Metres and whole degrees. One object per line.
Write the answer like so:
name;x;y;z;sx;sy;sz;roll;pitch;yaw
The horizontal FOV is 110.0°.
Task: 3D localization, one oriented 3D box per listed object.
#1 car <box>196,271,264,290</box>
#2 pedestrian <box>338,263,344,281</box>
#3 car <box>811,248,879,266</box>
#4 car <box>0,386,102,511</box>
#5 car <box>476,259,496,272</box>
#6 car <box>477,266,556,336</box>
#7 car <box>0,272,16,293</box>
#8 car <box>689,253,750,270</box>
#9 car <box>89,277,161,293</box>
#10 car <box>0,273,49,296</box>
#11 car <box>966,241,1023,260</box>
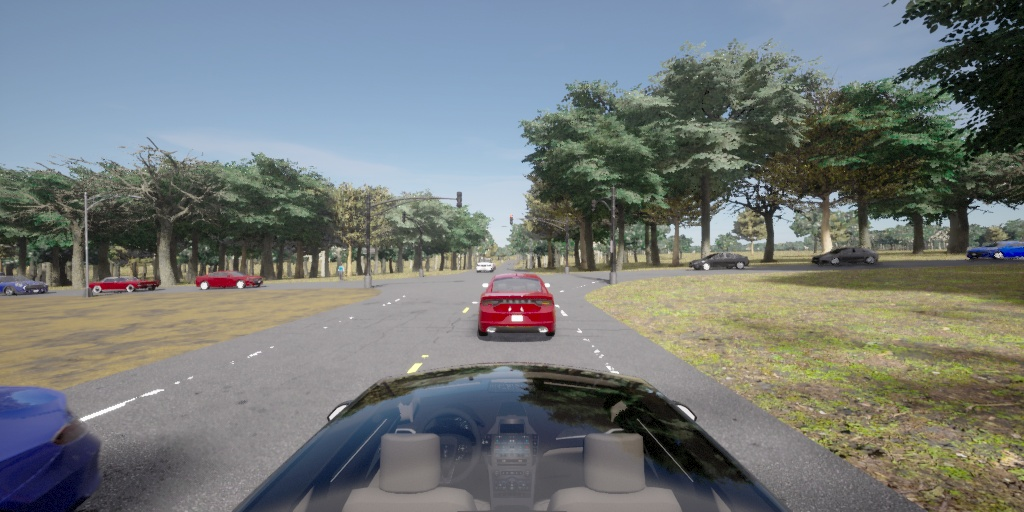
car;-23.694;1.975;30.176;5.008;1.535;1.882;-2;-1;2
pedestrian;-17.920;1.668;37.525;0.375;1.860;0.375;0;1;3
car;29.284;0.055;31.627;4.892;1.490;1.837;-2;-1;2
car;-3.606;1.276;0.397;1.812;1.442;4.674;0;0;0
car;-3.932;1.394;52.972;2.150;2.045;5.566;0;-1;1
car;0.125;1.230;10.409;1.882;1.535;5.008;0;0;0
car;-52.827;2.702;35.187;5.566;2.045;2.150;-2;-1;3
car;18.453;0.481;32.079;4.892;1.490;1.837;-2;-1;2
car;-33.052;2.417;30.595;4.718;1.301;1.895;-2;-1;3
car;-43.333;2.502;31.085;4.553;1.767;2.097;-2;-1;3
car;42.655;-0.482;31.052;5.008;1.535;1.882;-2;-1;3
